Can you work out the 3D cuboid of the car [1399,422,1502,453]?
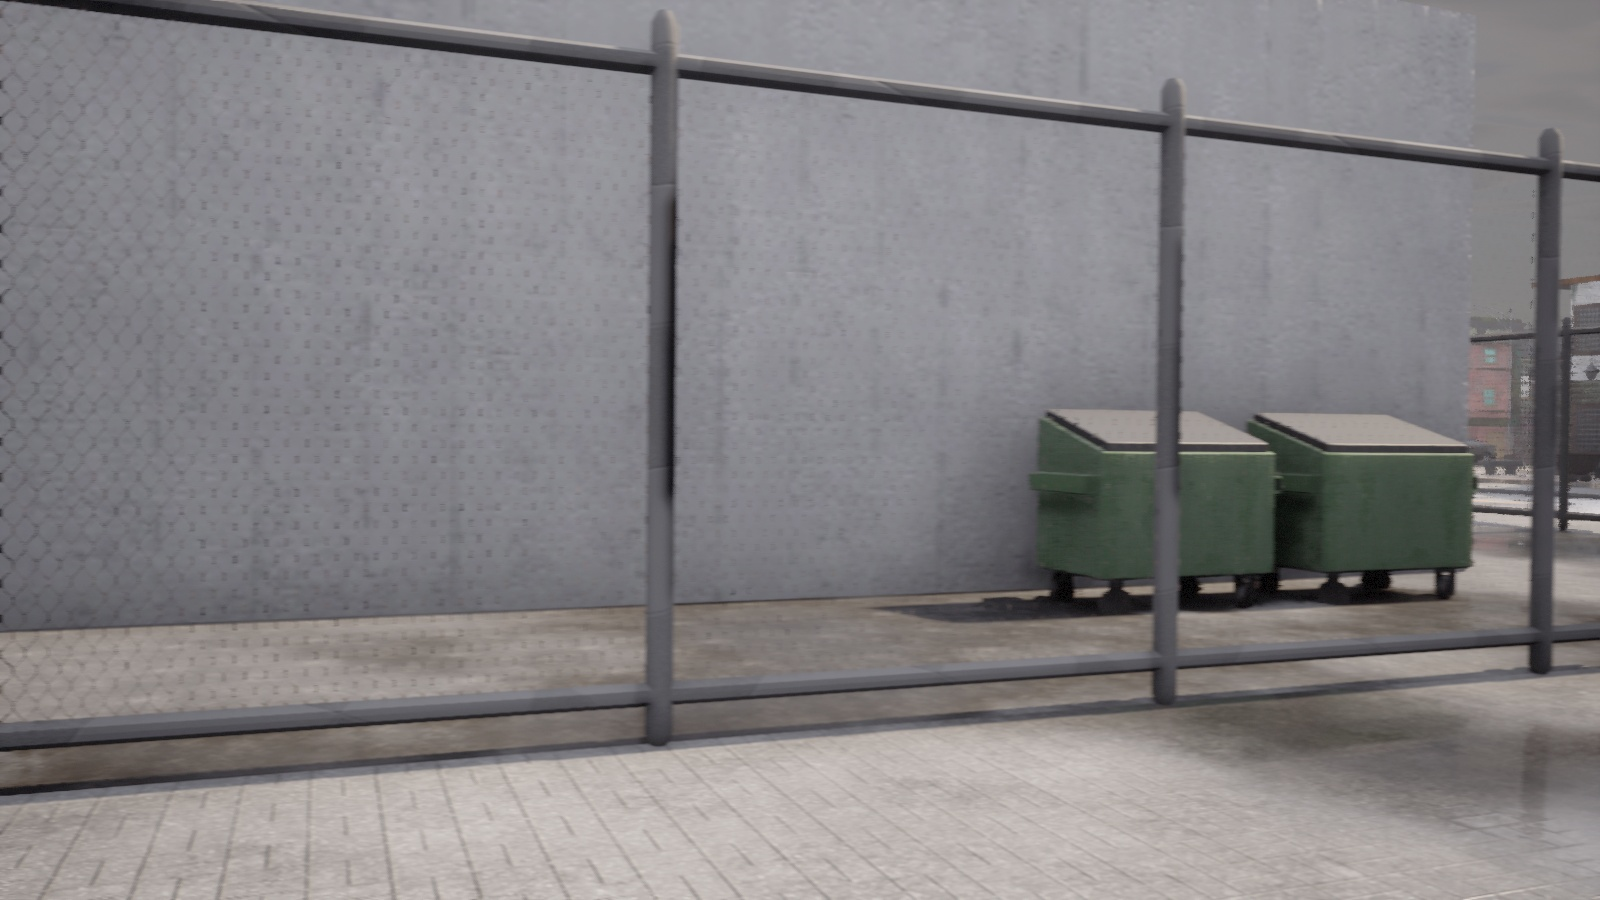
[{"bbox_3d":[33.673,-0.647,65.030,5.008,1.535,1.882,-1,1,-21],"label":"car"}]
